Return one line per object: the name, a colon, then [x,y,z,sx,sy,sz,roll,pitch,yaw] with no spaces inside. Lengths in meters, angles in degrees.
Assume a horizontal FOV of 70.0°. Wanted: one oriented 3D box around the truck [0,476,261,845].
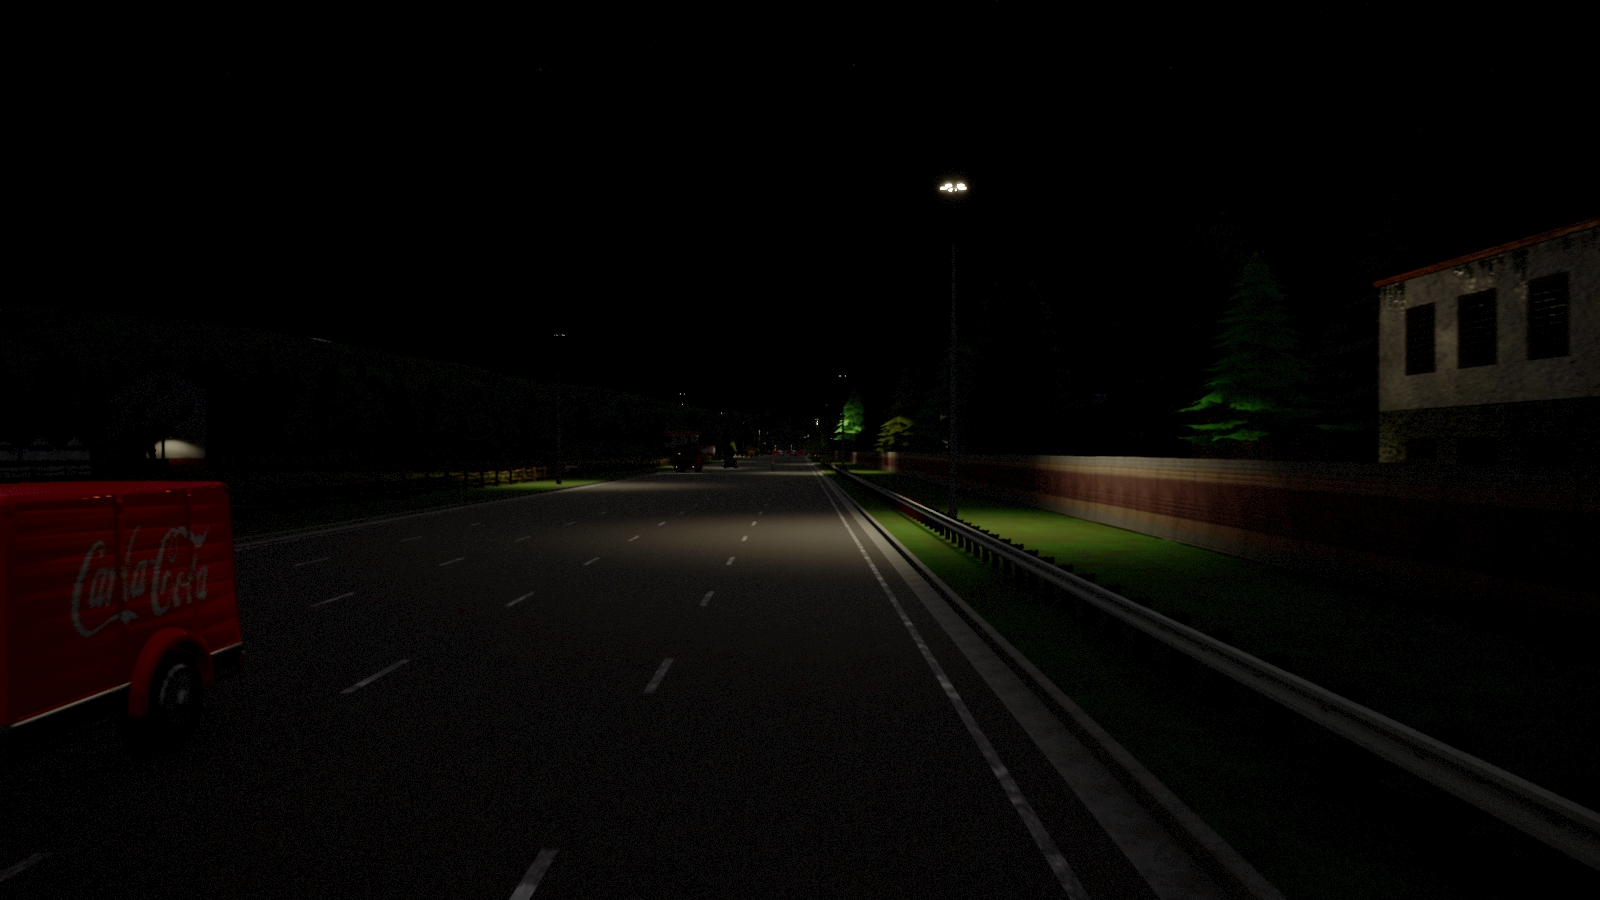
truck: [-7.000,1.554,9.420,2.627,2.467,5.204,0,1,0]
